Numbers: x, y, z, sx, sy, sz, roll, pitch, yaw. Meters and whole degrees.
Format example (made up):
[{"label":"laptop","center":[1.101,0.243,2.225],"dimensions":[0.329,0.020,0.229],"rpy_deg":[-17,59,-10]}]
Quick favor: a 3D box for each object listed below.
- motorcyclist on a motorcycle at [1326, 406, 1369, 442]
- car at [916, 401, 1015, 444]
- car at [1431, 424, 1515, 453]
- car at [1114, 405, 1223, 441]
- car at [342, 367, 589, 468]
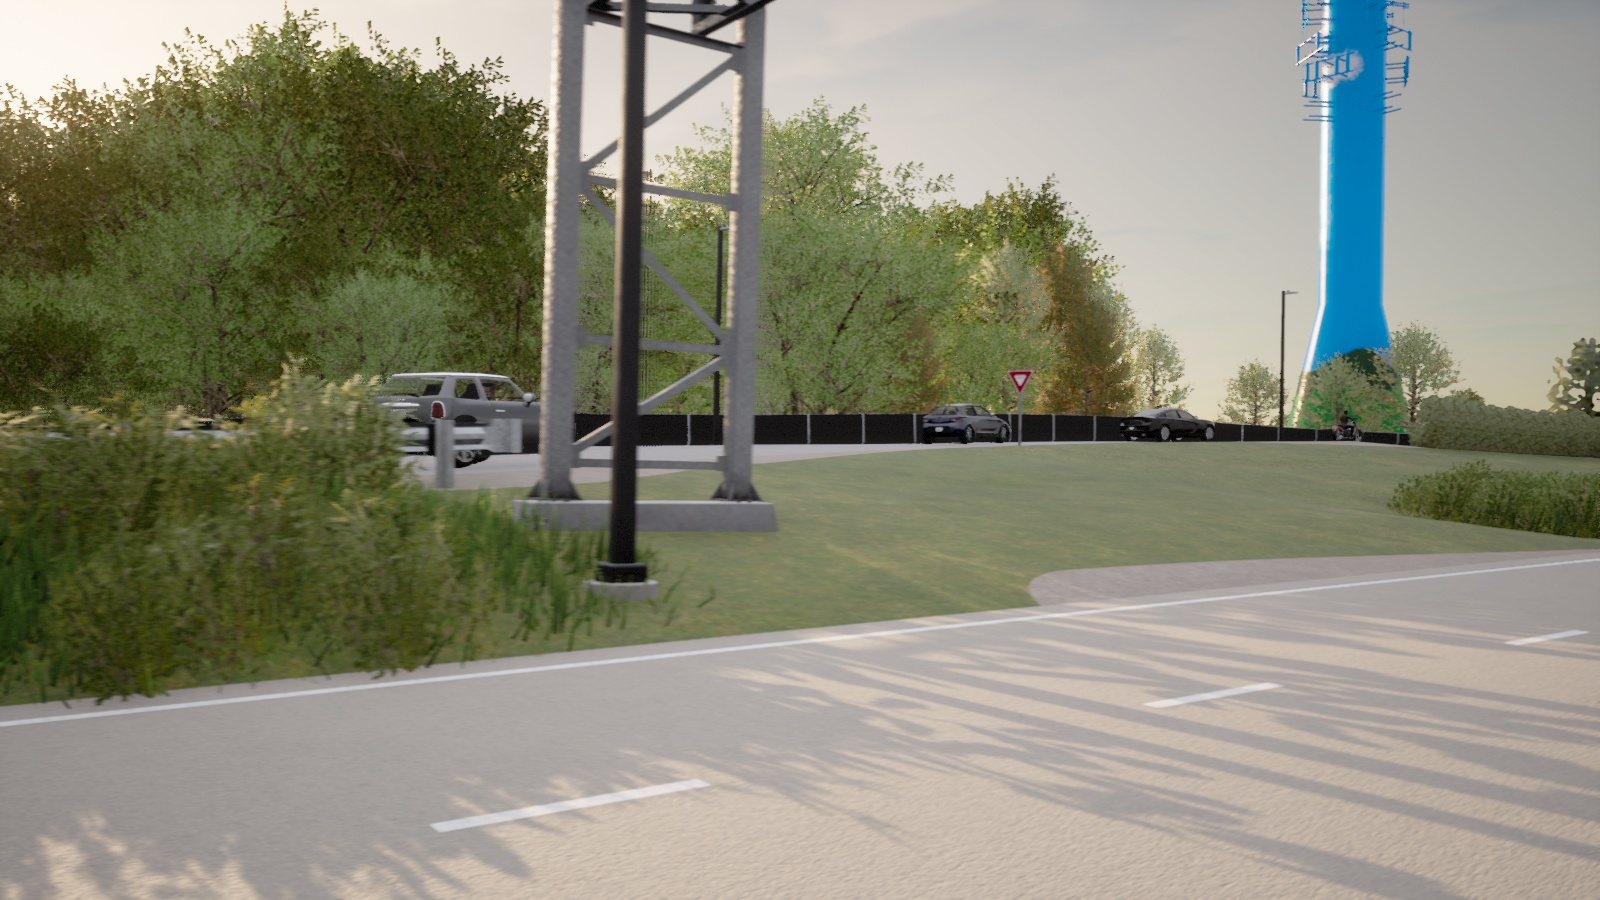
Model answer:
[{"label":"motorcyclist on a motorcycle","center":[27.229,-1.264,62.431],"dimensions":[2.350,1.649,0.766],"rpy_deg":[3,-2,-33]},{"label":"car","center":[6.076,-0.977,45.744],"dimensions":[1.816,1.474,4.193],"rpy_deg":[-1,1,35]},{"label":"car","center":[38.522,-0.642,71.896],"dimensions":[3.806,1.475,1.970],"rpy_deg":[2,-1,-10]},{"label":"car","center":[16.292,-1.178,55.461],"dimensions":[5.008,1.535,1.882],"rpy_deg":[-1,0,-35]},{"label":"car","center":[-5.310,-0.510,20.448],"dimensions":[1.970,1.475,3.806],"rpy_deg":[0,1,23]}]
